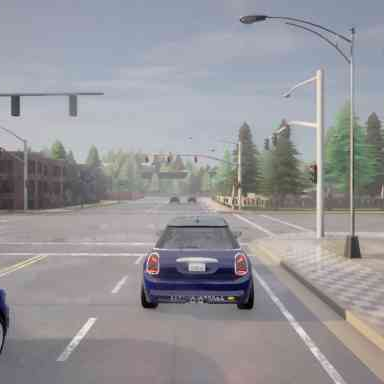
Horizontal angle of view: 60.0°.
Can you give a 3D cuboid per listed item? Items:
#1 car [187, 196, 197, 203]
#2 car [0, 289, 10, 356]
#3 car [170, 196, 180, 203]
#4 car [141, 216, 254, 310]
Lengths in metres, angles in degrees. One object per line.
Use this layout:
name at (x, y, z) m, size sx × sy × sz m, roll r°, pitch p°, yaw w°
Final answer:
car at (0.005, 1.505, 68.306) m, size 1.837 × 1.490 × 4.892 m, roll 0°, pitch 0°, yaw 0°
car at (-3.442, 1.478, 2.563) m, size 1.882 × 1.535 × 5.008 m, roll 0°, pitch 0°, yaw 0°
car at (-3.495, 1.505, 68.307) m, size 1.837 × 1.490 × 4.892 m, roll 0°, pitch 0°, yaw 0°
car at (0.155, 1.352, 8.018) m, size 2.097 × 1.767 × 4.553 m, roll 0°, pitch 0°, yaw 2°
